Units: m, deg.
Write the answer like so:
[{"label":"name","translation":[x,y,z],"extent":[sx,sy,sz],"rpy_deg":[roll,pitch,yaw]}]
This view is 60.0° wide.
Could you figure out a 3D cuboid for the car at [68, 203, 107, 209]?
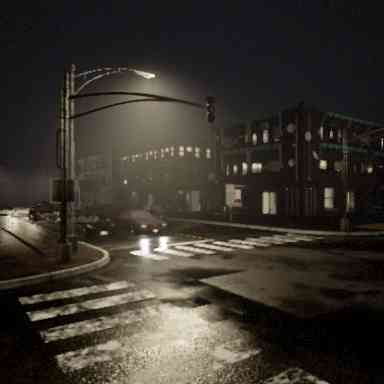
[{"label":"car","translation":[-9.423,1.982,29.240],"extent":[1.994,1.385,4.181],"rpy_deg":[0,-1,-36]}]

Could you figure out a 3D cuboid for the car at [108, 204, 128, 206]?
[{"label":"car","translation":[-7.140,2.042,36.023],"extent":[1.802,1.307,4.206],"rpy_deg":[-1,0,-35]}]

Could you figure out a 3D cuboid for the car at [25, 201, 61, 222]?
[{"label":"car","translation":[-13.970,1.908,31.163],"extent":[1.967,1.590,4.097],"rpy_deg":[-1,0,-35]}]

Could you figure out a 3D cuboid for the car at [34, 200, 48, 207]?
[{"label":"car","translation":[-32.814,2.502,72.101],"extent":[1.947,1.339,4.313],"rpy_deg":[-1,0,-35]}]

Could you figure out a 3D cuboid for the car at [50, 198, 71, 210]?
[{"label":"car","translation":[-23.190,2.078,58.572],"extent":[2.192,1.841,5.009],"rpy_deg":[-1,0,-35]}]

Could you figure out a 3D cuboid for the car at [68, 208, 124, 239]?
[{"label":"car","translation":[-6.021,1.875,19.786],"extent":[1.947,1.339,4.313],"rpy_deg":[-1,0,-35]}]

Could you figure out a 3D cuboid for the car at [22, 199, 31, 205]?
[{"label":"car","translation":[-42.444,2.547,85.631],"extent":[1.967,1.590,4.097],"rpy_deg":[-1,0,-35]}]

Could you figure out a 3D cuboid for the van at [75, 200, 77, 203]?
[{"label":"van","translation":[-19.981,2.045,54.063],"extent":[1.690,1.788,3.998],"rpy_deg":[-1,0,-35]}]

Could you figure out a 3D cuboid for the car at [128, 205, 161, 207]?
[{"label":"car","translation":[-3.931,1.948,31.513],"extent":[2.008,1.369,4.403],"rpy_deg":[-1,0,-35]}]

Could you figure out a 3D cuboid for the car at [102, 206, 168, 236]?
[{"label":"car","translation":[-3.615,1.850,21.097],"extent":[2.033,1.411,5.357],"rpy_deg":[0,-1,-36]}]

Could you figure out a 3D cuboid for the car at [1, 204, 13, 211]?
[{"label":"car","translation":[-29.916,2.294,53.573],"extent":[1.752,1.417,4.829],"rpy_deg":[-1,0,-35]}]

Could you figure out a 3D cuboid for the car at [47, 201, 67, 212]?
[{"label":"car","translation":[-20.489,2.202,50.331],"extent":[1.812,1.442,4.674],"rpy_deg":[0,-1,-35]}]

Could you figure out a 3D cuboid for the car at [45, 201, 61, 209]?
[{"label":"car","translation":[-26.396,2.366,63.081],"extent":[1.887,1.381,4.507],"rpy_deg":[-1,0,-35]}]

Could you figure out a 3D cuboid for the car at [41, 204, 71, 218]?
[{"label":"car","translation":[-15.520,2.084,37.842],"extent":[2.033,1.411,5.357],"rpy_deg":[0,-1,-35]}]

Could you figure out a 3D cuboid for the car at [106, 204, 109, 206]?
[{"label":"car","translation":[-10.349,2.104,40.532],"extent":[1.802,1.307,4.206],"rpy_deg":[-1,0,-35]}]
